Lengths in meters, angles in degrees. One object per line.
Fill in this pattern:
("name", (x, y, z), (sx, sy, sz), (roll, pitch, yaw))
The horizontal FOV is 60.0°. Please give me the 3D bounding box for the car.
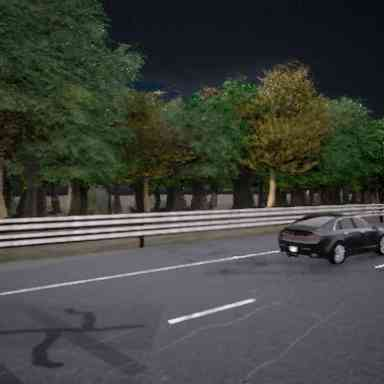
("car", (5.100, 1.515, 11.691), (4.892, 1.490, 1.837), (0, 0, -36))
